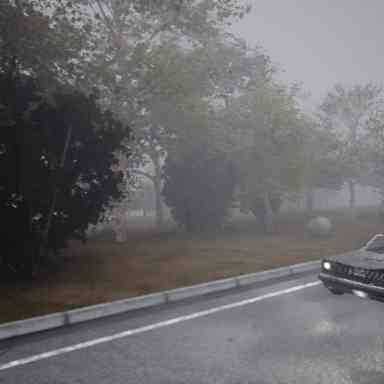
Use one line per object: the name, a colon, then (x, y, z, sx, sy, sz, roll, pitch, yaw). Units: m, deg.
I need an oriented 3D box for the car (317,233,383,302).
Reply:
car: (4.951, 1.601, 7.525, 4.718, 1.301, 1.895, 0, 0, -36)
